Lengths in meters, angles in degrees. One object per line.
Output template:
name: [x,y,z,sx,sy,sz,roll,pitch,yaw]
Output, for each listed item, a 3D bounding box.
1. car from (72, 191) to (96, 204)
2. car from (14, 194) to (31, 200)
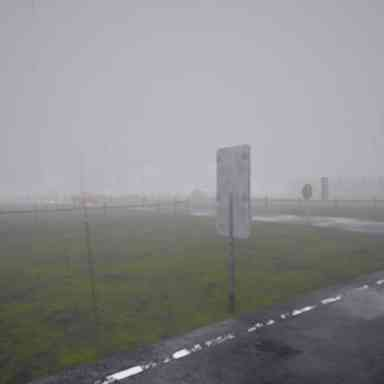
car: [-16.608,0.840,51.274,2.150,2.045,5.566,0,0,-40]
car: [-41.921,1.146,82.901,1.882,1.535,5.008,0,0,-45]
